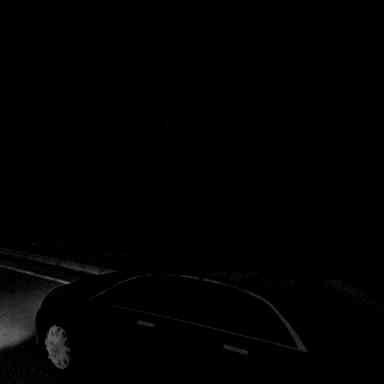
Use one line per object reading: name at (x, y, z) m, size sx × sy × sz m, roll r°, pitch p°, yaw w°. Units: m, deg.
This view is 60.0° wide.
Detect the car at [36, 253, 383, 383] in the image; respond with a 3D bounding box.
car at (0.091, 1.505, 3.930) m, size 4.892 × 1.490 × 1.837 m, roll 0°, pitch 0°, yaw 35°
